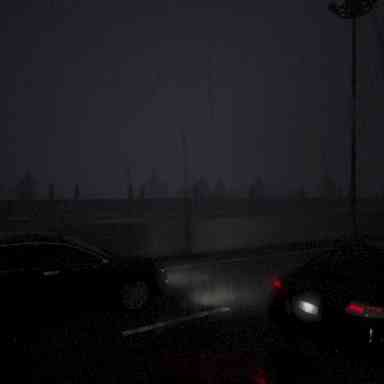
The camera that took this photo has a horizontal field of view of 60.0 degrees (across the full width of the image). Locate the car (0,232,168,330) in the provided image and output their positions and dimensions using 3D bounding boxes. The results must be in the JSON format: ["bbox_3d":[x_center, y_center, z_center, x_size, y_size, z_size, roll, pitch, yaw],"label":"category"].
[{"bbox_3d":[-2.744,1.484,5.929,4.892,1.490,1.837,-1,1,-35],"label":"car"}]

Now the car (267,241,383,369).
[{"bbox_3d":[3.299,1.559,5.631,4.181,1.385,1.994,0,0,-32],"label":"car"}]
